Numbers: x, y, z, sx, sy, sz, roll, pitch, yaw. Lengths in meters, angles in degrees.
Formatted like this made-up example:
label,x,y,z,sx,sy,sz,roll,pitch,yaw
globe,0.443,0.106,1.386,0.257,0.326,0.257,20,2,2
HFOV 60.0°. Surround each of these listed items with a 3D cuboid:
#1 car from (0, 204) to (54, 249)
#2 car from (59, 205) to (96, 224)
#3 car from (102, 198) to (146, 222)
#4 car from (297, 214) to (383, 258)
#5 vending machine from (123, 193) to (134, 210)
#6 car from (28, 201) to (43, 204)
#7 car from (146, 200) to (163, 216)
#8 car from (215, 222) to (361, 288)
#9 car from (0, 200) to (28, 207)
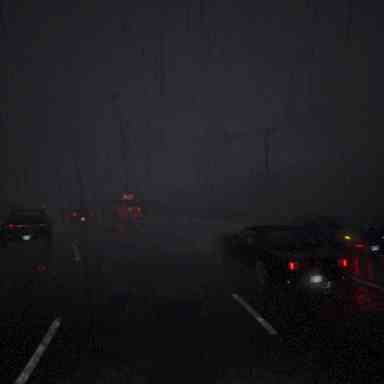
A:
label,x,y,z,sx,sy,sz,roll,pitch,yaw
car,-7.268,1.507,14.829,2.128,1.511,4.902,0,0,-24
car,-8.891,1.623,25.507,1.895,1.301,4.718,0,0,-31
car,-5.792,1.371,26.965,2.097,1.767,4.553,0,0,-31
car,4.887,1.524,12.275,1.812,1.442,4.674,0,0,-17
vending machine,-8.323,1.224,43.639,1.100,2.100,0.880,0,0,-40
car,-18.376,1.642,38.202,1.895,1.301,4.718,0,0,-41
car,-4.475,1.510,31.460,2.128,1.511,4.902,0,0,-32
car,2.167,1.601,9.390,1.895,1.301,4.718,0,0,-14
car,-17.305,1.514,31.450,1.882,1.535,5.008,0,0,-38
